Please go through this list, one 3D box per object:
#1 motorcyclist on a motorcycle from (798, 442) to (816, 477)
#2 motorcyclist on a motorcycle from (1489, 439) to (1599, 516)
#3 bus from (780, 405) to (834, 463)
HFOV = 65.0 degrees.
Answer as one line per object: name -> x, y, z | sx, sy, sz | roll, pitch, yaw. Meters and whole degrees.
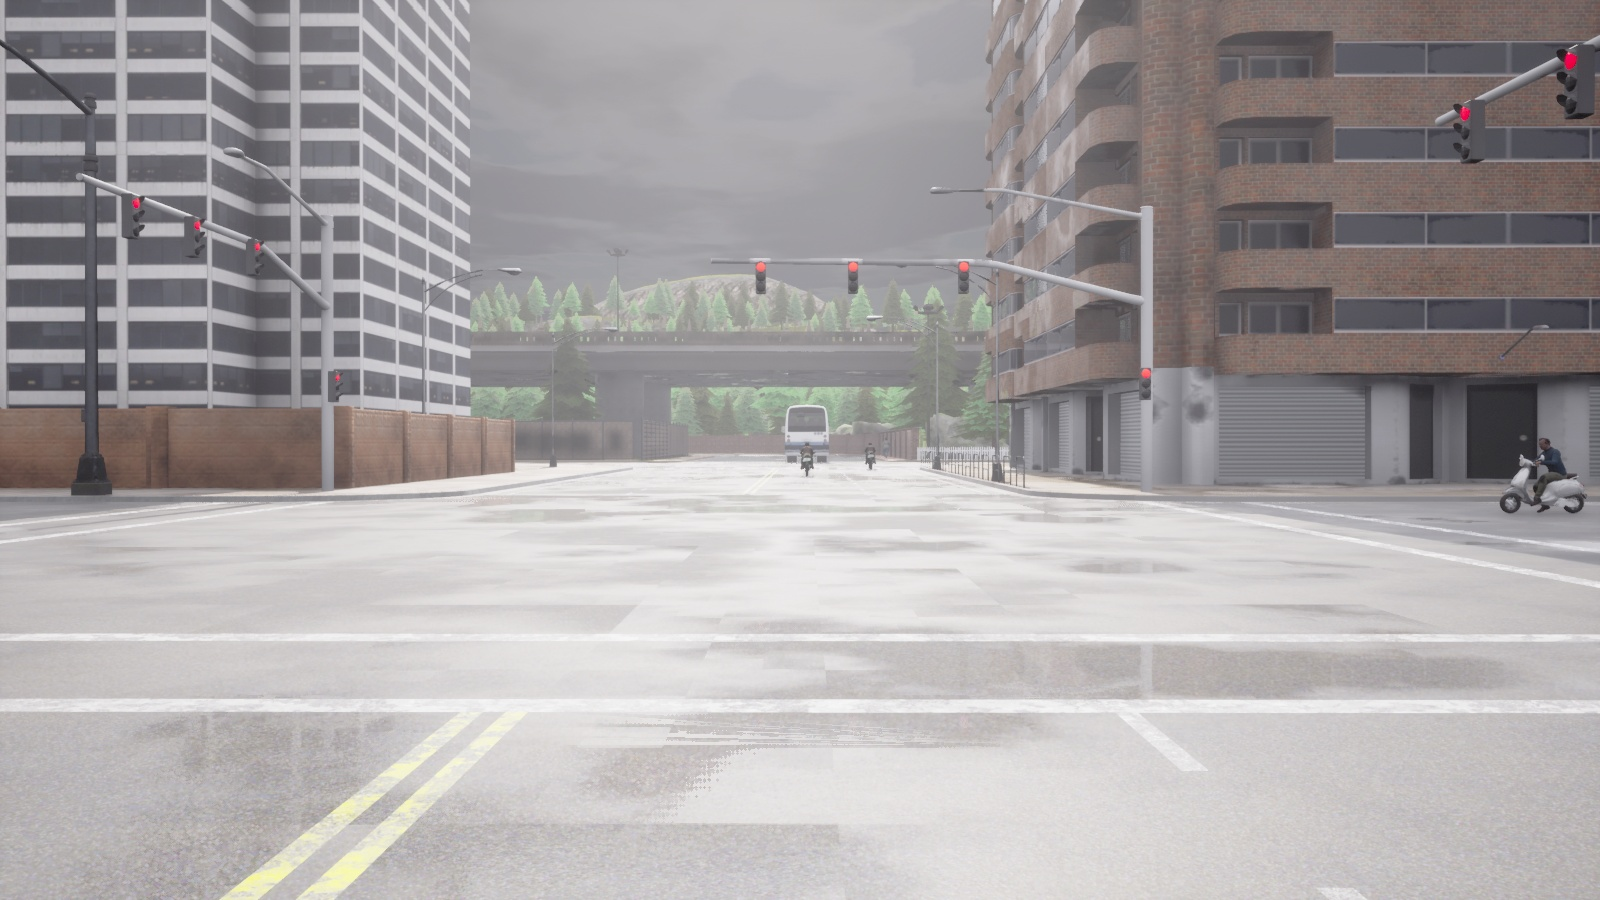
motorcyclist on a motorcycle -> 0.317, 0.413, 55.878 | 0.797, 1.523, 2.044 | 0, 0, 0
motorcyclist on a motorcycle -> 15.578, 0.564, 26.303 | 1.817, 1.590, 0.866 | 0, 0, 1
bus -> 0.543, -1.184, 97.725 | 3.944, 4.253, 10.273 | 0, 0, 0
